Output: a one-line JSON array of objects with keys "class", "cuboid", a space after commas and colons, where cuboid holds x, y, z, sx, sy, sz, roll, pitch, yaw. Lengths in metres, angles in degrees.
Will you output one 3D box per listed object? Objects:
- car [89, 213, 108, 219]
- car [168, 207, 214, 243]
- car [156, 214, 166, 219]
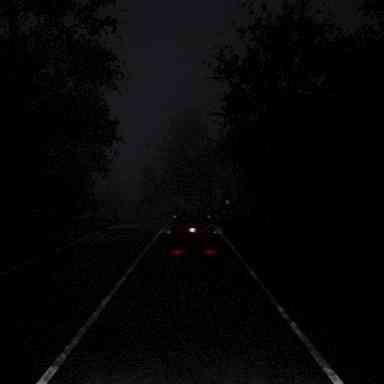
[{"class": "car", "cuboid": [-19.727, 5.218, 70.284, 2.033, 1.411, 5.357, -1, -5, 11]}, {"class": "car", "cuboid": [0.005, 1.630, 16.316, 1.994, 1.385, 4.181, 0, -1, 0]}, {"class": "car", "cuboid": [-6.880, 6.206, 83.378, 4.181, 1.385, 1.994, 2, -5, -13]}]
